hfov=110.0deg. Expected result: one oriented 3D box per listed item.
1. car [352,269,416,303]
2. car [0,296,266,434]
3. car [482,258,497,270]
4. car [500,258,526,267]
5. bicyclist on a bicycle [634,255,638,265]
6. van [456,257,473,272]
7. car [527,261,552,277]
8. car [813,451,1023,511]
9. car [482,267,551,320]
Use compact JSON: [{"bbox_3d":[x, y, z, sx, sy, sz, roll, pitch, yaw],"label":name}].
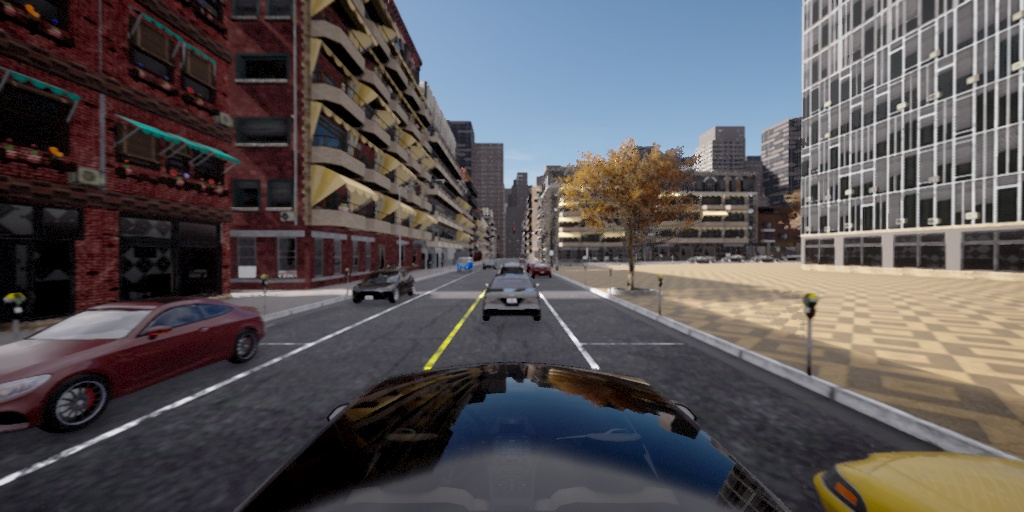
[{"bbox_3d":[-5.714,1.298,16.529,1.948,1.339,4.313,0,0,0],"label":"car"},{"bbox_3d":[-5.698,1.327,5.475,1.802,1.307,4.207,0,0,0],"label":"car"},{"bbox_3d":[-3.113,1.215,50.397,1.837,1.490,4.892,0,0,0],"label":"car"},{"bbox_3d":[0.011,1.197,30.860,1.882,1.535,5.008,0,0,0],"label":"car"},{"bbox_3d":[20.162,0.725,58.519,0.582,1.620,1.656,-1,0,-1],"label":"bicyclist on a bicycle"},{"bbox_3d":[-5.754,1.052,44.161,1.690,1.789,3.998,0,0,0],"label":"van"},{"bbox_3d":[2.643,1.263,33.121,1.888,1.381,4.507,0,0,0],"label":"car"},{"bbox_3d":[2.690,1.278,0.131,1.751,1.417,4.829,0,0,0],"label":"car"},{"bbox_3d":[0.004,1.284,12.462,2.033,1.411,5.357,0,0,0],"label":"car"}]
